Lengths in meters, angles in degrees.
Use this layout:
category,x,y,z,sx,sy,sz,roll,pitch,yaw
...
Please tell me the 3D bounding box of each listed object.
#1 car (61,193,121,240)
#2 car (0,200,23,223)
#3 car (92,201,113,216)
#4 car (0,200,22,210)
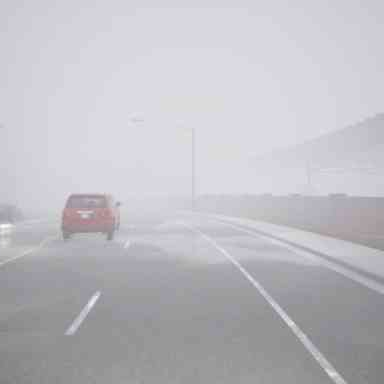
category,x,y,z,sx,sy,sz,roll,pitch,yaw
car,-4.773,1.089,16.245,2.150,2.045,5.566,0,0,-9
car,-13.746,1.526,24.165,1.994,1.385,4.181,0,-1,-15
car,-9.412,1.689,34.762,1.812,1.442,4.674,0,-1,-19
car,-33.462,2.336,61.355,4.553,1.767,2.097,-2,-1,42
